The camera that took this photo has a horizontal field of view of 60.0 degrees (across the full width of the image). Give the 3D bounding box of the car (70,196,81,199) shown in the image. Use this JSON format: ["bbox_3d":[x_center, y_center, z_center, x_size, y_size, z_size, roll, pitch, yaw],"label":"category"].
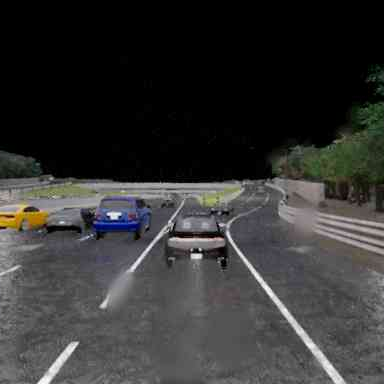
[{"bbox_3d":[-24.665,1.530,70.620,1.994,1.385,4.181,0,0,0],"label":"car"}]

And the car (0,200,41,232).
[{"bbox_3d":[-10.379,1.502,20.202,1.882,1.535,5.008,0,0,0],"label":"car"}]

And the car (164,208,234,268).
[{"bbox_3d":[0.148,1.506,11.274,2.128,1.511,4.902,0,0,1],"label":"car"}]

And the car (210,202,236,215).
[{"bbox_3d":[3.169,1.681,33.021,1.895,1.301,4.718,1,0,16],"label":"car"}]

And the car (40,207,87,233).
[{"bbox_3d":[-6.880,1.589,19.621,1.994,1.385,4.181,0,0,0],"label":"car"}]

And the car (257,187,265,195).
[{"bbox_3d":[17.660,-0.137,85.368,2.033,1.411,5.357,0,3,11],"label":"car"}]

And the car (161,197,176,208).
[{"bbox_3d":[-3.528,1.572,49.986,1.837,1.490,4.892,0,0,0],"label":"car"}]

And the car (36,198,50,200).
[{"bbox_3d":[-24.601,1.621,54.794,1.994,1.385,4.181,0,0,0],"label":"car"}]

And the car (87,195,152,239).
[{"bbox_3d":[-3.482,1.245,17.559,2.150,2.045,5.566,0,0,0],"label":"car"}]

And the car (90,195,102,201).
[{"bbox_3d":[-24.827,1.424,86.446,1.812,1.442,4.674,0,0,-1],"label":"car"}]
